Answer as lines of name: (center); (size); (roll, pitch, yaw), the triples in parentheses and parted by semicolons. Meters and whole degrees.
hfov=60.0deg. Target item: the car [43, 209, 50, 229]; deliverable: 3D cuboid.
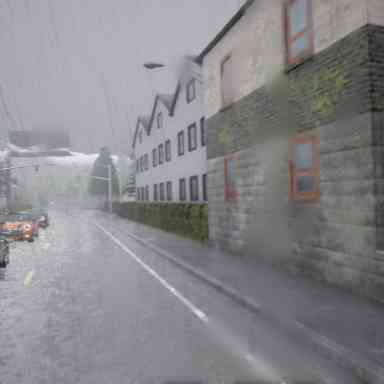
car: (-13.627, 2.244, 28.839); (2.097, 1.767, 4.553); (-2, -1, -19)

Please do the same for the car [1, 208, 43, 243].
car: (-10.316, 1.990, 19.584); (2.097, 1.767, 4.553); (-2, -1, -20)

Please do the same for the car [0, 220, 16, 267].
car: (-6.924, 1.884, 10.173); (1.837, 1.490, 4.892); (-2, -1, -20)
